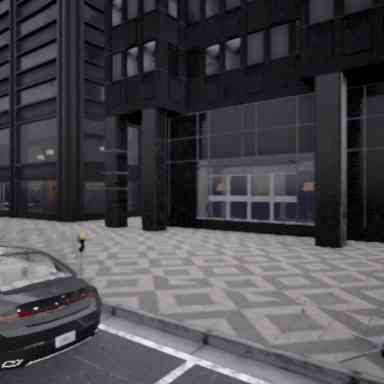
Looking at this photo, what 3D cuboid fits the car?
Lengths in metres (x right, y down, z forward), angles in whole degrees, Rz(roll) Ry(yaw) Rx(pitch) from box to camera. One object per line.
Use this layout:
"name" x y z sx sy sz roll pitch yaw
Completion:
"car" -3.318 1.560 5.331 4.403 1.369 2.008 0 0 36
